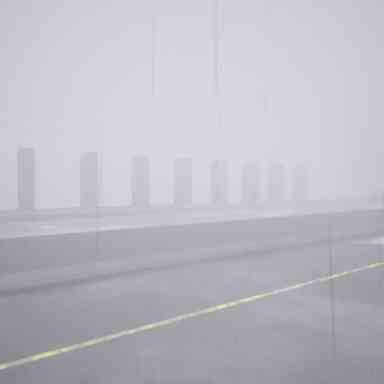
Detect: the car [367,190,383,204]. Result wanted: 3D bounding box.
[{"bbox_3d":[29.049,0.730,50.742,5.566,2.045,2.150,-1,0,-36],"label":"car"}]
